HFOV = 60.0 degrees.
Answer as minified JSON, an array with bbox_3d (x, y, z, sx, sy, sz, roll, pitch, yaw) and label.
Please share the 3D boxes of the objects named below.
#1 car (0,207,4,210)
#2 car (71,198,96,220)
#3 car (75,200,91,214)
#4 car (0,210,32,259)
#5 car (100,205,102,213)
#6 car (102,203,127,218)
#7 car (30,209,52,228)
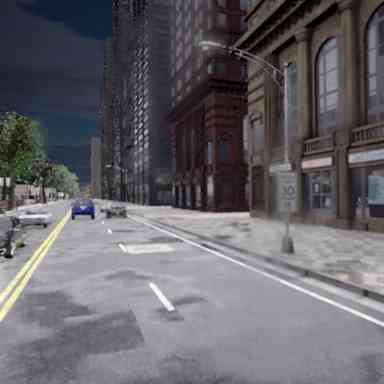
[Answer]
[{"bbox_3d":[-14.966,1.890,24.548,1.837,1.490,4.892,0,0,-18],"label":"car"},{"bbox_3d":[-11.050,1.673,33.863,2.150,2.045,5.566,0,0,-18],"label":"car"},{"bbox_3d":[-15.076,1.963,46.055,2.097,1.767,4.553,0,-1,-18],"label":"car"},{"bbox_3d":[-7.844,1.712,13.257,1.837,1.490,4.892,0,-1,-18],"label":"car"},{"bbox_3d":[-11.844,2.189,46.611,1.895,1.301,4.718,0,-1,-18],"label":"car"},{"bbox_3d":[-8.076,1.930,35.241,2.128,1.511,4.902,0,-1,-18],"label":"car"},{"bbox_3d":[-11.734,1.965,25.114,1.895,1.301,4.718,0,-1,-18],"label":"car"}]
